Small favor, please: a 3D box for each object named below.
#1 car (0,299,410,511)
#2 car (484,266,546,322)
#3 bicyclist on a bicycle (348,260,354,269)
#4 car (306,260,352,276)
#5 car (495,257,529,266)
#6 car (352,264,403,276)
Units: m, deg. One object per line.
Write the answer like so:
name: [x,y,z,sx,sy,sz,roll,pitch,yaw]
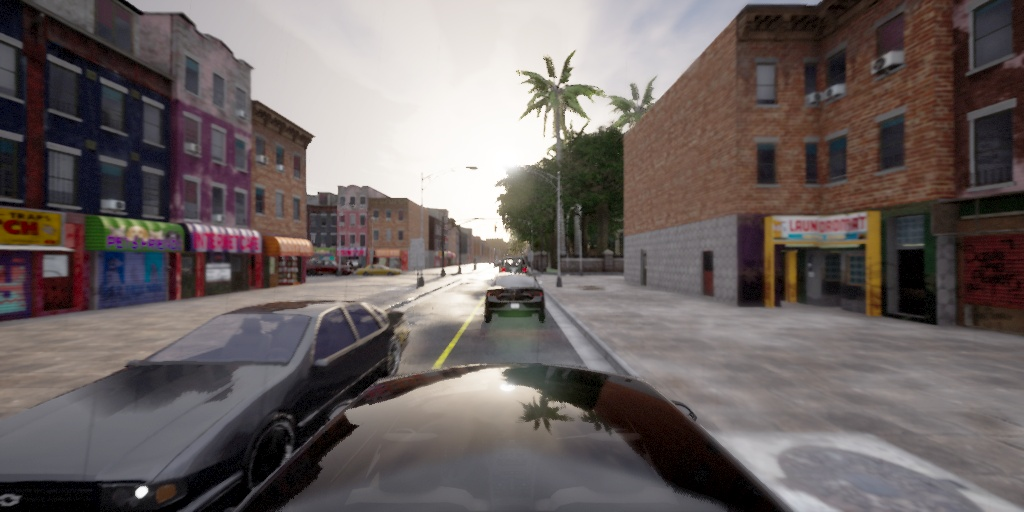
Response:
car: [-2.851,1.314,4.619,2.033,1.411,5.357,0,0,0]
car: [0.098,1.293,12.721,1.882,1.535,5.008,0,0,0]
bicyclist on a bicycle: [-20.146,1.377,44.867,0.582,1.620,1.656,0,0,0]
car: [-20.064,1.347,39.215,5.009,1.841,2.192,0,0,0]
car: [0.101,1.119,26.663,2.150,2.045,5.566,0,-1,-1]
car: [-14.442,1.544,39.222,4.829,1.417,1.751,0,0,0]
